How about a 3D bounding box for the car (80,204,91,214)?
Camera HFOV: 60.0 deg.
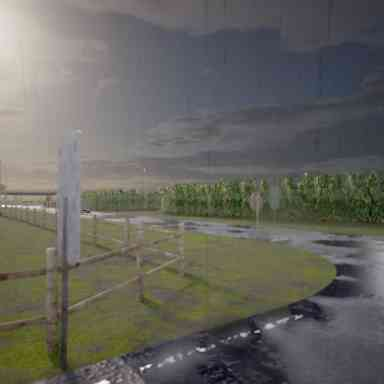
[{"bbox_3d":[-15.653,2.432,46.590,1.994,1.385,4.181,1,-2,-35],"label":"car"}]
